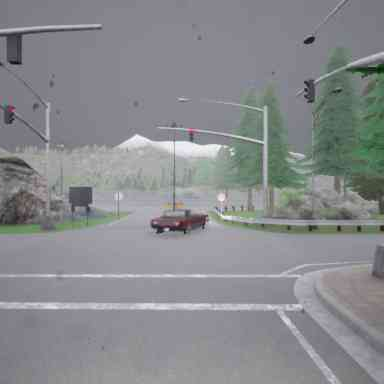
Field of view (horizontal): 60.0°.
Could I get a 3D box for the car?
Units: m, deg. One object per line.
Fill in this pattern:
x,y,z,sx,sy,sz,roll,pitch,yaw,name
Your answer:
-0.566,1.670,19.618,1.895,1.301,4.718,0,0,21,car
